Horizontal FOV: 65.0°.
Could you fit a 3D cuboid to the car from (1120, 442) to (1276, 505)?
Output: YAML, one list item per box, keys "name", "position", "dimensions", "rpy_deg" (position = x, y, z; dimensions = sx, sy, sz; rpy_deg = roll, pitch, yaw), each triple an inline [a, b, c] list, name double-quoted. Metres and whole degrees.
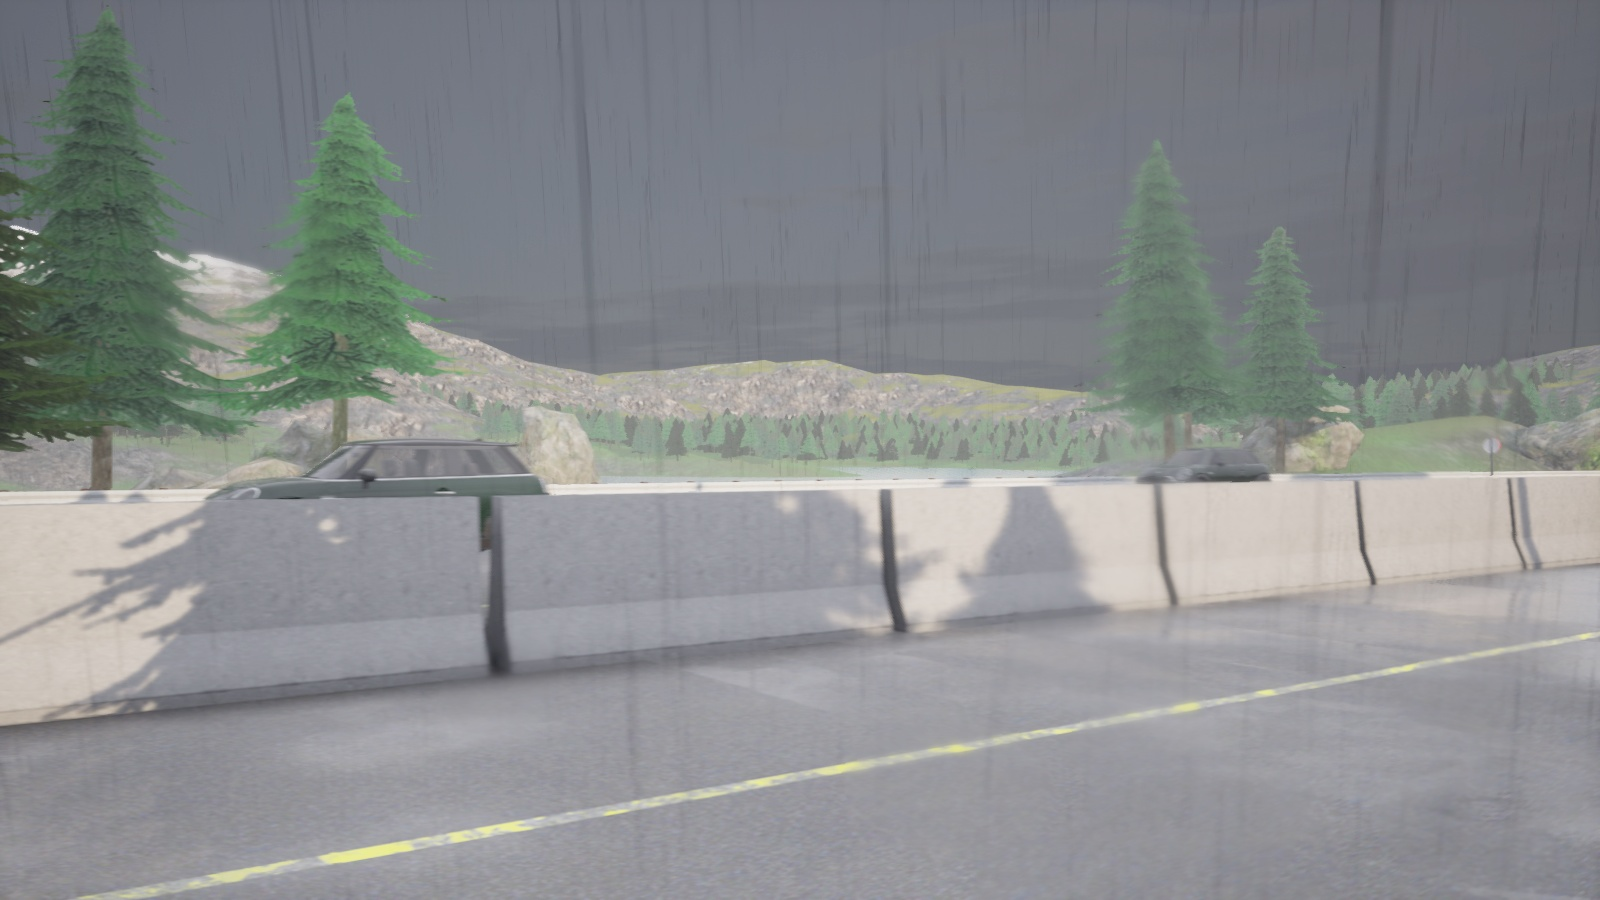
- name: "car"
  position: [11.960, 0.671, 37.645]
  dimensions: [4.553, 1.767, 2.097]
  rpy_deg: [0, 0, -35]

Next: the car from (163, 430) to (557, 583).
- name: "car"
  position: [-5.782, 0.657, 16.697]
  dimensions: [4.553, 1.767, 2.097]
  rpy_deg: [0, 0, -35]
